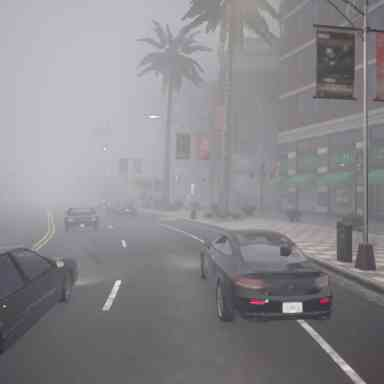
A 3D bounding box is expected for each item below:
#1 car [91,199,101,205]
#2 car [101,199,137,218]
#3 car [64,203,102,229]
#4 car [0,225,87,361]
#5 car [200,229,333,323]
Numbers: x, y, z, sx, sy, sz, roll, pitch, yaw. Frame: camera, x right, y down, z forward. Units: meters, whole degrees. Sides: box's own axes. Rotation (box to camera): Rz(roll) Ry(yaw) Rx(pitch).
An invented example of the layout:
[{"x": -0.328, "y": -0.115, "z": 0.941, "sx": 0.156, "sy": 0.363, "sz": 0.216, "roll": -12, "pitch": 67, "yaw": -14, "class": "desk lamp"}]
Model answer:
[{"x": -10.561, "y": 1.524, "z": 38.412, "sx": 1.812, "sy": 1.442, "sz": 4.674, "roll": 0, "pitch": 0, "yaw": -24, "class": "car"}, {"x": -6.604, "y": 1.563, "z": 30.615, "sx": 1.994, "sy": 1.385, "sz": 4.181, "roll": 0, "pitch": 0, "yaw": -30, "class": "car"}, {"x": -7.080, "y": 1.600, "z": 21.063, "sx": 1.895, "sy": 1.301, "sz": 4.718, "roll": 0, "pitch": 0, "yaw": -21, "class": "car"}, {"x": -3.313, "y": 1.546, "z": 5.086, "sx": 2.033, "sy": 1.411, "sz": 5.357, "roll": 0, "pitch": 0, "yaw": -4, "class": "car"}, {"x": 1.271, "y": 1.526, "z": 7.162, "sx": 1.812, "sy": 1.442, "sz": 4.674, "roll": 0, "pitch": 0, "yaw": -5, "class": "car"}]
